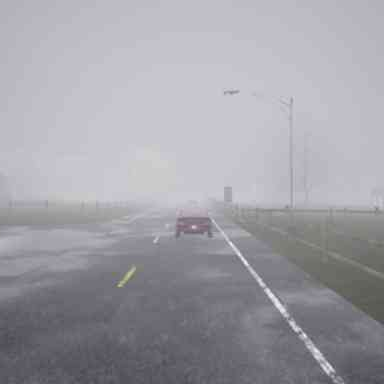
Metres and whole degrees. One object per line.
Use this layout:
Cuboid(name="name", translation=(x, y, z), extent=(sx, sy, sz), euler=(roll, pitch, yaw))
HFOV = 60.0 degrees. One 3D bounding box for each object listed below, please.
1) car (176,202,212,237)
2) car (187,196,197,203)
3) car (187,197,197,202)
Cuboid(name="car", translation=(0.102, 1.583, 18.759), extent=(1.882, 1.535, 5.008), euler=(0, 0, 0))
Cuboid(name="car", translation=(0.014, 1.771, 75.571), extent=(2.128, 1.511, 4.902), euler=(0, 0, 0))
Cuboid(name="car", translation=(0.011, 1.850, 65.149), extent=(2.128, 1.511, 4.902), euler=(0, 0, 0))
